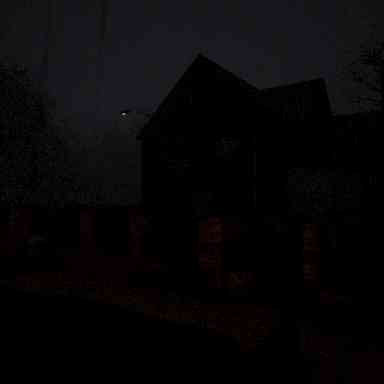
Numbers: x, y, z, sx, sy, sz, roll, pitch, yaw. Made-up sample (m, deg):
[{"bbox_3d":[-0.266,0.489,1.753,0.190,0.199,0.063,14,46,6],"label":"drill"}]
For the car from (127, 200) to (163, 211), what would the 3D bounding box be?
[{"bbox_3d":[-6.043,1.721,43.079,1.895,1.301,4.718,0,0,35],"label":"car"}]

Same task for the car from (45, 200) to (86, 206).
[{"bbox_3d":[-11.929,1.632,29.155,1.994,1.385,4.181,0,0,35],"label":"car"}]

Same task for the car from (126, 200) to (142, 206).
[{"bbox_3d":[-5.602,1.611,38.080,1.837,1.490,4.892,0,-1,35],"label":"car"}]

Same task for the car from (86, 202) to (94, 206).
[{"bbox_3d":[-12.359,1.577,34.168,2.128,1.511,4.902,0,0,35],"label":"car"}]
